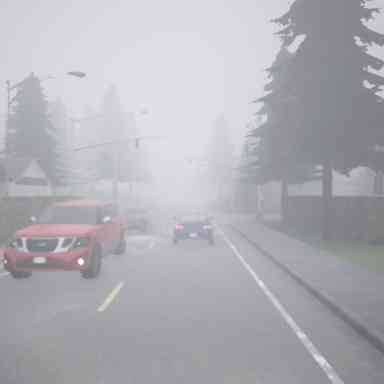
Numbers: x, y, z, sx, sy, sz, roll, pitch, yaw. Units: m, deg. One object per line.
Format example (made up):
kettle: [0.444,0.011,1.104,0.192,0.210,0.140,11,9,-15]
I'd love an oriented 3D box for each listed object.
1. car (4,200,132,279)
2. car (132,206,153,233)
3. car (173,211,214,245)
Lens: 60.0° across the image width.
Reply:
car: [-3.610,1.294,10.669,2.150,2.045,5.566,0,-1,0]
car: [-3.554,1.642,20.850,1.837,1.490,4.892,0,0,0]
car: [0.059,1.629,16.102,1.812,1.442,4.674,0,0,0]
